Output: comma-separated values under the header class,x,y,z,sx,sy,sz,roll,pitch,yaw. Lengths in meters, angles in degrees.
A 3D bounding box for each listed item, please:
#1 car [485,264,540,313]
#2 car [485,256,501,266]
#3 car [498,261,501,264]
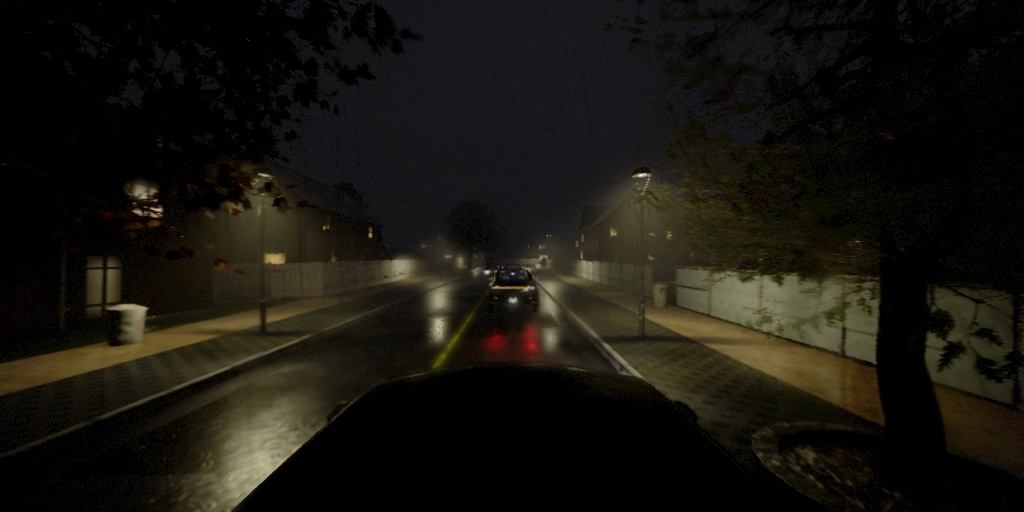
class,x,y,z,sx,sy,sz,roll,pitch,yaw
car,0.064,1.256,14.143,2.128,1.511,4.902,0,0,0
car,-2.823,1.052,53.352,2.150,2.045,5.566,0,0,0
car,0.067,1.348,29.855,1.994,1.385,4.181,0,0,0
